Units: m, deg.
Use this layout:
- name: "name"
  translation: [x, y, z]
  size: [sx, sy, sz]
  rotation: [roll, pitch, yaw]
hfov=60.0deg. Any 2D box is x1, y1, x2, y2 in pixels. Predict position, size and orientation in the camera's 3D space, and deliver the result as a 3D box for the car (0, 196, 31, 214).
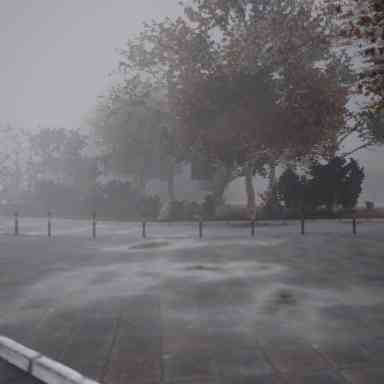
- name: "car"
  translation: [-20.302, 1.608, 37.084]
  size: [2.185, 1.767, 4.553]
  rotation: [0, 0, 34]
